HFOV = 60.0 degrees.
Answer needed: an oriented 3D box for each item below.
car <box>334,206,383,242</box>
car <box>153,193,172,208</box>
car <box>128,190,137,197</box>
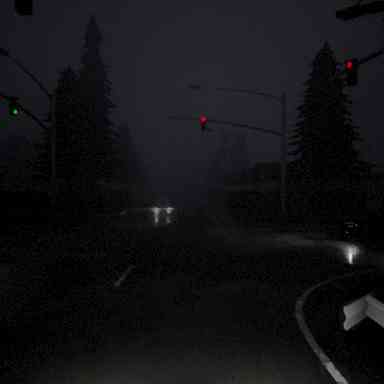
[{"bbox_3d":[9.003,1.337,14.890,5.008,1.535,1.882,0,0,1],"label":"car"},{"bbox_3d":[-3.618,1.172,42.024,1.812,1.442,4.674,0,0,0],"label":"car"},{"bbox_3d":[-16.855,0.364,84.994,3.866,1.878,1.905,0,0,-1],"label":"car"}]
